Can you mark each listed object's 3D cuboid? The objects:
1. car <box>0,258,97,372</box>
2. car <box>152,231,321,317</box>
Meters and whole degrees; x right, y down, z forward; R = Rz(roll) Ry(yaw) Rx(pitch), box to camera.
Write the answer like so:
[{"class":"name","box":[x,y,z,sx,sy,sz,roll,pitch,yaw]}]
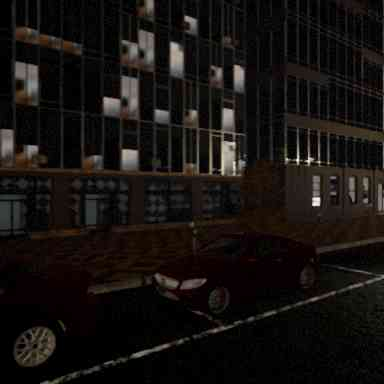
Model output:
[{"class":"car","box":[-3.487,1.547,4.071,4.507,1.381,1.887,0,0,-35]},{"class":"car","box":[1.152,1.564,7.373,4.206,1.307,1.802,0,0,-35]}]
